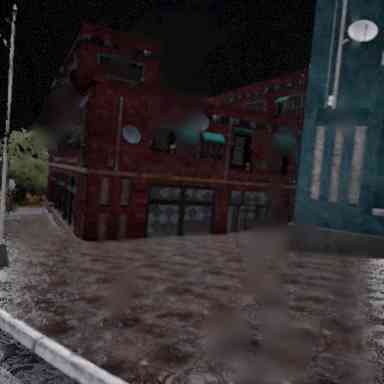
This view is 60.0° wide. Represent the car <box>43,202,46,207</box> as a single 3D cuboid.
[{"bbox_3d":[-24.323,2.566,59.118,2.150,2.045,5.566,5,-2,5],"label":"car"}]
